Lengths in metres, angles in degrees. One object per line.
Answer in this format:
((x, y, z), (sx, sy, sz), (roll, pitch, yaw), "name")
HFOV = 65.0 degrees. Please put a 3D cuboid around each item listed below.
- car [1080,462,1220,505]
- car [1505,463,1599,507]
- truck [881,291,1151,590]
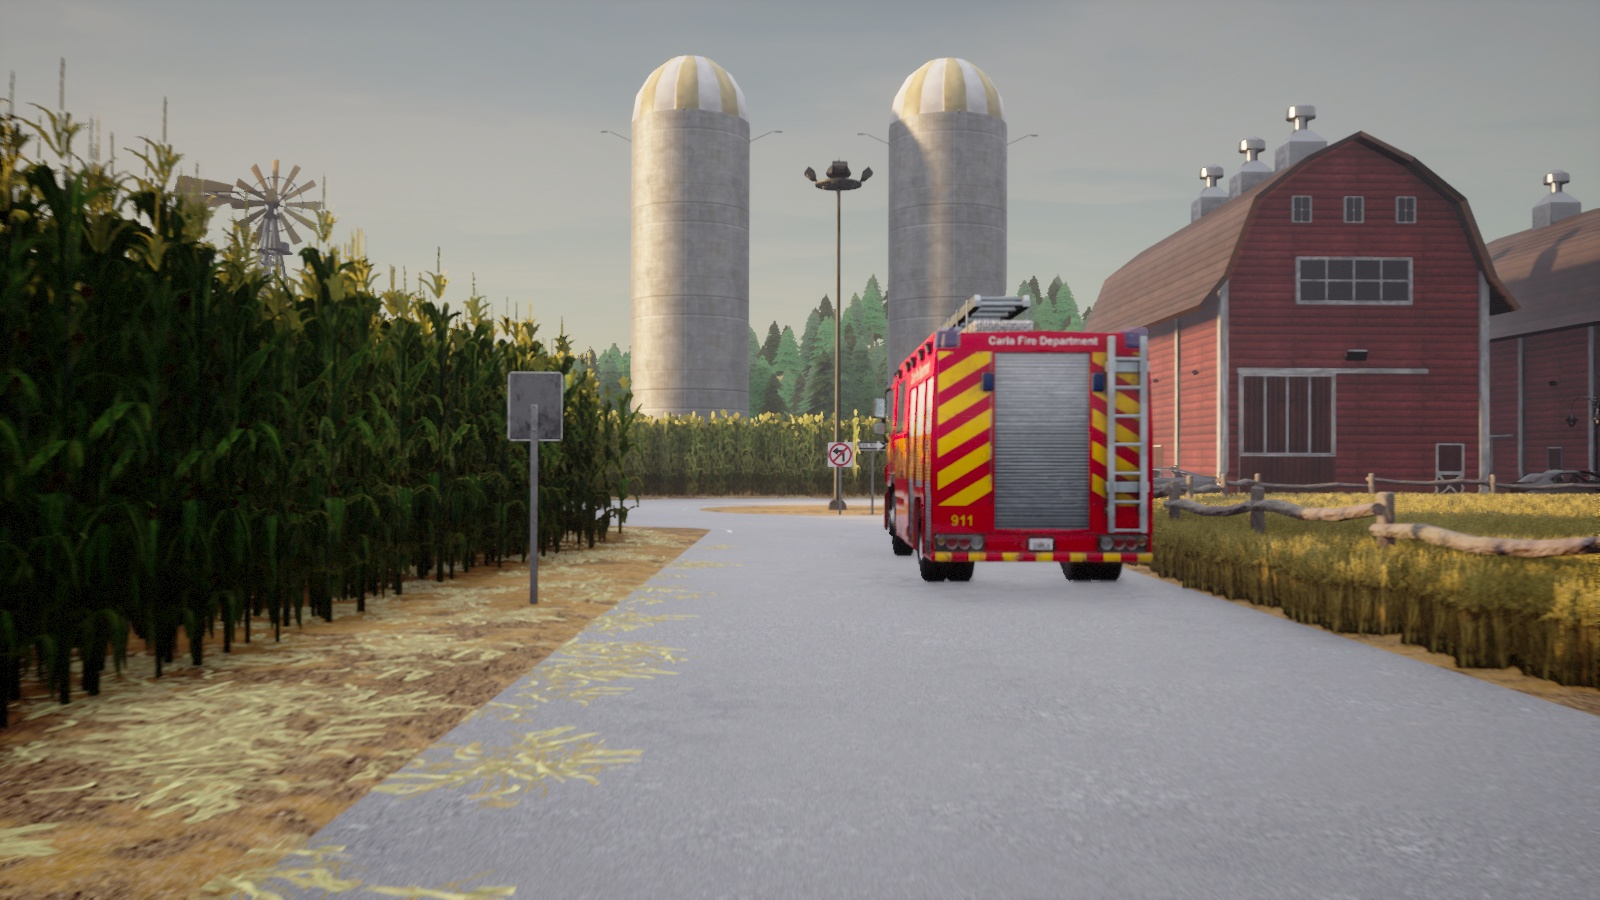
((13.002, 1.238, 46.941), (4.902, 1.511, 2.128), (0, 0, 12), "car")
((27.049, 1.212, 43.599), (4.193, 1.474, 1.816), (0, 0, -4), "car")
((3.045, -0.077, 20.375), (2.891, 3.827, 8.468), (0, -1, 0), "truck")
